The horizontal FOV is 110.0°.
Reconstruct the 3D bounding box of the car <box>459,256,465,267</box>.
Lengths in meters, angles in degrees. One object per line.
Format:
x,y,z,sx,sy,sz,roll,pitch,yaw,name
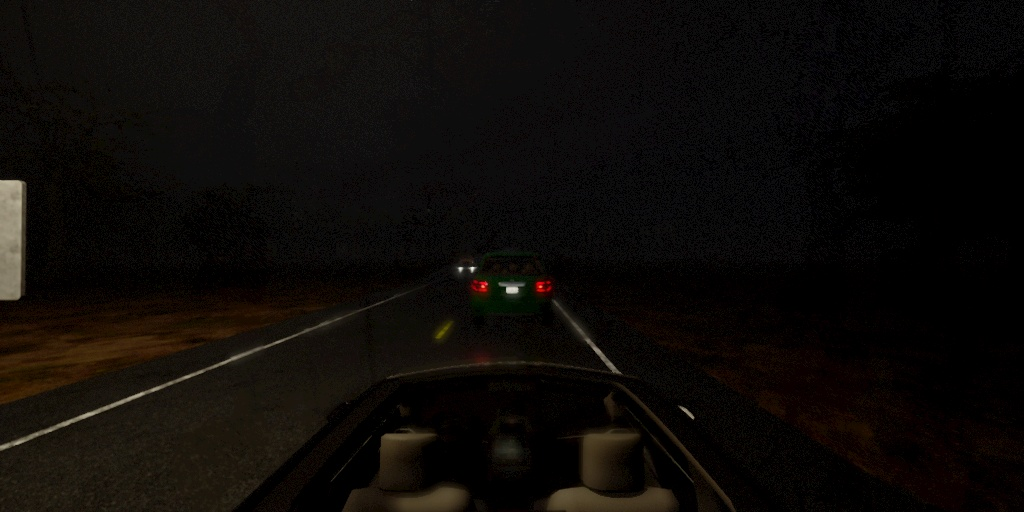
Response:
-6.275,0.706,49.914,1.882,1.535,5.008,0,1,-5,car

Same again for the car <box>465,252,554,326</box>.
0.041,0.877,11.333,2.150,2.045,5.566,0,1,1,car
